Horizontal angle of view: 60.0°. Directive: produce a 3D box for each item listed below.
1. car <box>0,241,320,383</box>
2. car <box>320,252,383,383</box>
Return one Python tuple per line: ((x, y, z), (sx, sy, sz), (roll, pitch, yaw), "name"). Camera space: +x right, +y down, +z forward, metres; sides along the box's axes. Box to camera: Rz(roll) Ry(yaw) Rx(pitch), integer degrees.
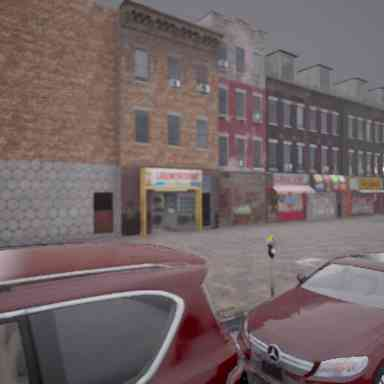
((-1.918, 1.317, 1.441), (5.009, 1.841, 2.192), (0, 0, -36), "car")
((2.515, 1.573, 4.616), (4.206, 1.307, 1.802), (0, 0, -36), "car")
